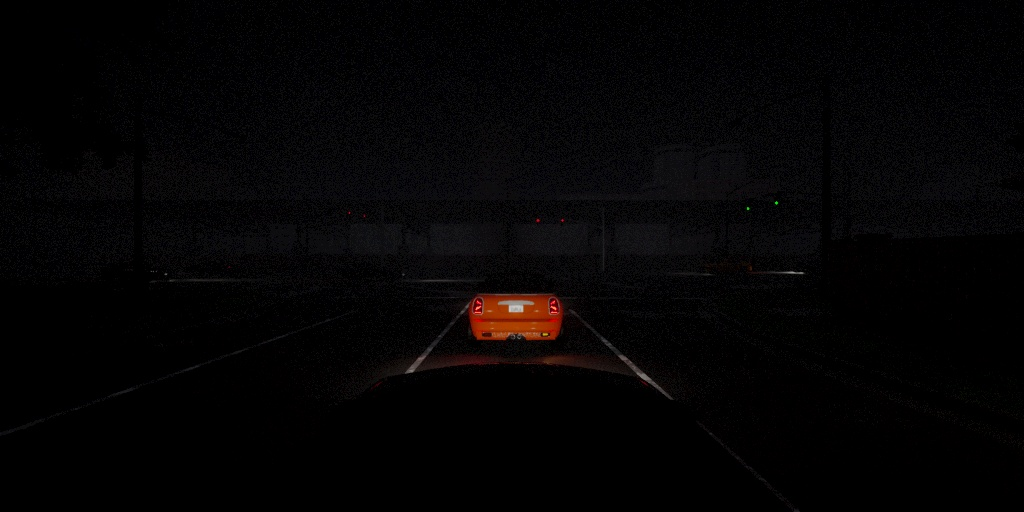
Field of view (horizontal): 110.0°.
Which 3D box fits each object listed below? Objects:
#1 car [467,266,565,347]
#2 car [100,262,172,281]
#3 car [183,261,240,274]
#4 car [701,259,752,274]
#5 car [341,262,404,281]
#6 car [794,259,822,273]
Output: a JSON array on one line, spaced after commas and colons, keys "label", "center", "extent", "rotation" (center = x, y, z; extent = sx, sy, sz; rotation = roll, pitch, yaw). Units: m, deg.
[{"label": "car", "center": [0.083, 1.103, 9.490], "extent": [2.097, 1.767, 4.553], "rotation": [0, 0, 0]}, {"label": "car", "center": [-31.061, 1.243, 29.713], "extent": [4.902, 1.511, 2.128], "rotation": [0, 0, 2]}, {"label": "car", "center": [-33.827, 1.297, 40.460], "extent": [5.357, 1.411, 2.033], "rotation": [0, 0, 1]}, {"label": "car", "center": [23.224, 1.098, 39.022], "extent": [5.008, 1.535, 1.882], "rotation": [-1, 0, 1]}, {"label": "car", "center": [-11.308, 1.241, 29.189], "extent": [4.902, 1.511, 2.128], "rotation": [0, 0, 1]}, {"label": "car", "center": [33.134, 1.065, 38.768], "extent": [4.181, 1.385, 1.994], "rotation": [-1, 0, 1]}]
